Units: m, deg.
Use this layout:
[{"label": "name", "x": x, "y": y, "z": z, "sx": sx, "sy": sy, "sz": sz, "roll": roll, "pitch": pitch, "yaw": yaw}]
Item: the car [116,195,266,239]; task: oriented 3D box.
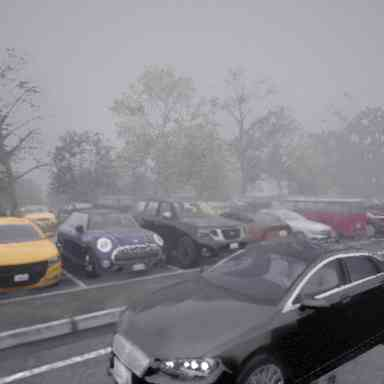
[{"label": "car", "x": -0.365, "y": 1.222, "z": 11.965, "sx": 2.435, "sy": 2.045, "sz": 5.566, "roll": 0, "pitch": 0, "yaw": -35}]

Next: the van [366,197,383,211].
[{"label": "van", "x": 28.102, "y": 1.690, "z": 48.501, "sx": 1.878, "sy": 1.987, "sz": 4.442, "roll": 1, "pitch": -1, "yaw": -35}]

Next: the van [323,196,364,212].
[{"label": "van", "x": 19.081, "y": 1.472, "z": 42.070, "sx": 1.878, "sy": 1.987, "sz": 4.442, "roll": 1, "pitch": -1, "yaw": -35}]

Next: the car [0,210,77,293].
[{"label": "car", "x": -4.903, "y": 1.463, "z": 8.772, "sx": 2.097, "sy": 1.535, "sz": 5.008, "roll": 0, "pitch": 0, "yaw": -35}]

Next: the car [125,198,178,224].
[{"label": "car", "x": -3.274, "y": 1.369, "z": 25.951, "sx": 2.185, "sy": 1.767, "sz": 4.553, "roll": 0, "pitch": 0, "yaw": -35}]

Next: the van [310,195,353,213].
[{"label": "van", "x": 16.928, "y": 1.420, "z": 40.535, "sx": 1.878, "sy": 1.987, "sz": 4.442, "roll": 1, "pitch": -1, "yaw": -35}]

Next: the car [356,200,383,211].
[{"label": "car", "x": 26.014, "y": 1.904, "z": 46.867, "sx": 2.002, "sy": 1.452, "sz": 4.674, "roll": 1, "pitch": -1, "yaw": -35}]

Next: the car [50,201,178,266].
[{"label": "car", "x": -2.657, "y": 1.341, "z": 10.405, "sx": 2.185, "sy": 1.767, "sz": 4.553, "roll": 0, "pitch": 0, "yaw": -35}]

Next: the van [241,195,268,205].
[{"label": "van", "x": 5.663, "y": 1.308, "z": 32.505, "sx": 1.878, "sy": 1.987, "sz": 4.442, "roll": 0, "pitch": 0, "yaw": -35}]

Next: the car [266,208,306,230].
[{"label": "car", "x": 1.862, "y": 1.513, "z": 13.624, "sx": 2.163, "sy": 1.488, "sz": 4.792, "roll": 0, "pitch": 0, "yaw": -35}]

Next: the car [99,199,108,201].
[{"label": "car", "x": -7.800, "y": 1.475, "z": 22.755, "sx": 2.231, "sy": 1.521, "sz": 4.892, "roll": 0, "pitch": 0, "yaw": -35}]

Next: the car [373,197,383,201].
[{"label": "car", "x": 21.421, "y": 1.501, "z": 43.560, "sx": 2.435, "sy": 2.045, "sz": 5.566, "roll": 1, "pitch": -1, "yaw": -35}]

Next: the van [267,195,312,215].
[{"label": "van", "x": 10.310, "y": 1.328, "z": 35.530, "sx": 1.878, "sy": 1.987, "sz": 4.442, "roll": 0, "pitch": 0, "yaw": -35}]

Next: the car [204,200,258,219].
[{"label": "car", "x": 3.479, "y": 1.525, "z": 30.796, "sx": 2.231, "sy": 1.521, "sz": 4.892, "roll": 0, "pitch": 0, "yaw": -35}]

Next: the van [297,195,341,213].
[{"label": "van", "x": 14.700, "y": 1.363, "z": 38.660, "sx": 1.878, "sy": 1.987, "sz": 4.442, "roll": 1, "pitch": 0, "yaw": -35}]

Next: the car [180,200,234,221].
[{"label": "car", "x": 1.222, "y": 1.514, "z": 29.189, "sx": 2.097, "sy": 1.535, "sz": 5.008, "roll": 0, "pitch": 0, "yaw": -35}]

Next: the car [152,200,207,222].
[{"label": "car", "x": -1.136, "y": 1.504, "z": 27.508, "sx": 2.097, "sy": 1.535, "sz": 5.008, "roll": 0, "pitch": 0, "yaw": -35}]

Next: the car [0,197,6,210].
[{"label": "car", "x": -12.328, "y": 1.211, "z": 19.569, "sx": 2.435, "sy": 2.045, "sz": 5.566, "roll": 0, "pitch": 0, "yaw": -35}]

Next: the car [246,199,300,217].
[{"label": "car", "x": 8.095, "y": 1.541, "z": 33.868, "sx": 1.946, "sy": 1.575, "sz": 5.366, "roll": 0, "pitch": 0, "yaw": -36}]

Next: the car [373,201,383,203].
[{"label": "car", "x": 13.197, "y": 1.563, "z": 21.632, "sx": 2.163, "sy": 1.488, "sz": 4.792, "roll": 0, "pitch": 0, "yaw": -36}]

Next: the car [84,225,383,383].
[{"label": "car", "x": 1.324, "y": 1.487, "z": 4.630, "sx": 4.902, "sy": 1.511, "sz": 2.128, "roll": 0, "pitch": 0, "yaw": -36}]

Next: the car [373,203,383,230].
[{"label": "car", "x": 8.657, "y": 1.513, "z": 18.438, "sx": 2.097, "sy": 1.535, "sz": 5.008, "roll": 0, "pitch": 0, "yaw": -35}]

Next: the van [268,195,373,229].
[{"label": "van", "x": 6.332, "y": 1.278, "z": 16.918, "sx": 1.878, "sy": 1.987, "sz": 4.442, "roll": 0, "pitch": 0, "yaw": -35}]

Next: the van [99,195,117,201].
[{"label": "van", "x": -5.615, "y": 1.259, "z": 24.464, "sx": 1.878, "sy": 1.987, "sz": 4.442, "roll": 0, "pitch": 0, "yaw": -35}]

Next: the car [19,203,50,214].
[{"label": "car", "x": -9.950, "y": 1.463, "z": 21.003, "sx": 1.946, "sy": 1.575, "sz": 5.366, "roll": 0, "pitch": 0, "yaw": -35}]

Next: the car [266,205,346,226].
[{"label": "car", "x": 4.137, "y": 1.534, "z": 15.213, "sx": 2.002, "sy": 1.452, "sz": 4.674, "roll": 0, "pitch": 0, "yaw": -35}]

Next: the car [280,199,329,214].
[{"label": "car", "x": 12.494, "y": 1.564, "z": 37.237, "sx": 2.097, "sy": 1.535, "sz": 5.008, "roll": 0, "pitch": 0, "yaw": -35}]
